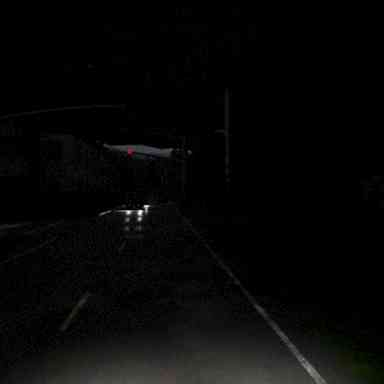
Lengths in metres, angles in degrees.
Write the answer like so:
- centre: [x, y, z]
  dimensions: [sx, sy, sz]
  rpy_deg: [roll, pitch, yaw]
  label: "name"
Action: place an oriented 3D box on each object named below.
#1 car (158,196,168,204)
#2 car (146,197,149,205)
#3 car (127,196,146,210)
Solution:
- centre: [-5.699, 1.535, 65.003]
  dimensions: [2.128, 1.511, 4.902]
  rpy_deg: [0, 0, -5]
  label: "car"
- centre: [-8.752, 1.571, 59.470]
  dimensions: [1.837, 1.490, 4.892]
  rpy_deg: [0, 0, -5]
  label: "car"
- centre: [-7.360, 1.561, 43.318]
  dimensions: [1.837, 1.490, 4.892]
  rpy_deg: [0, 0, -5]
  label: "car"
